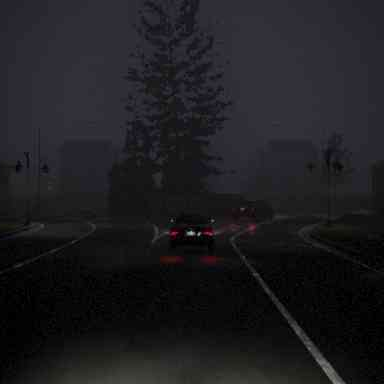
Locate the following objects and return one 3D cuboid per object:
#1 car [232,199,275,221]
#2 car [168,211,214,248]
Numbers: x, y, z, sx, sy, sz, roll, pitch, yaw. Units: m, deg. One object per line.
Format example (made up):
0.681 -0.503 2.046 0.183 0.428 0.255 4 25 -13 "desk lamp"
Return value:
5.114 1.363 27.339 2.097 1.767 4.553 0 0 35 "car"
0.001 1.560 14.630 2.033 1.411 5.357 0 0 1 "car"
